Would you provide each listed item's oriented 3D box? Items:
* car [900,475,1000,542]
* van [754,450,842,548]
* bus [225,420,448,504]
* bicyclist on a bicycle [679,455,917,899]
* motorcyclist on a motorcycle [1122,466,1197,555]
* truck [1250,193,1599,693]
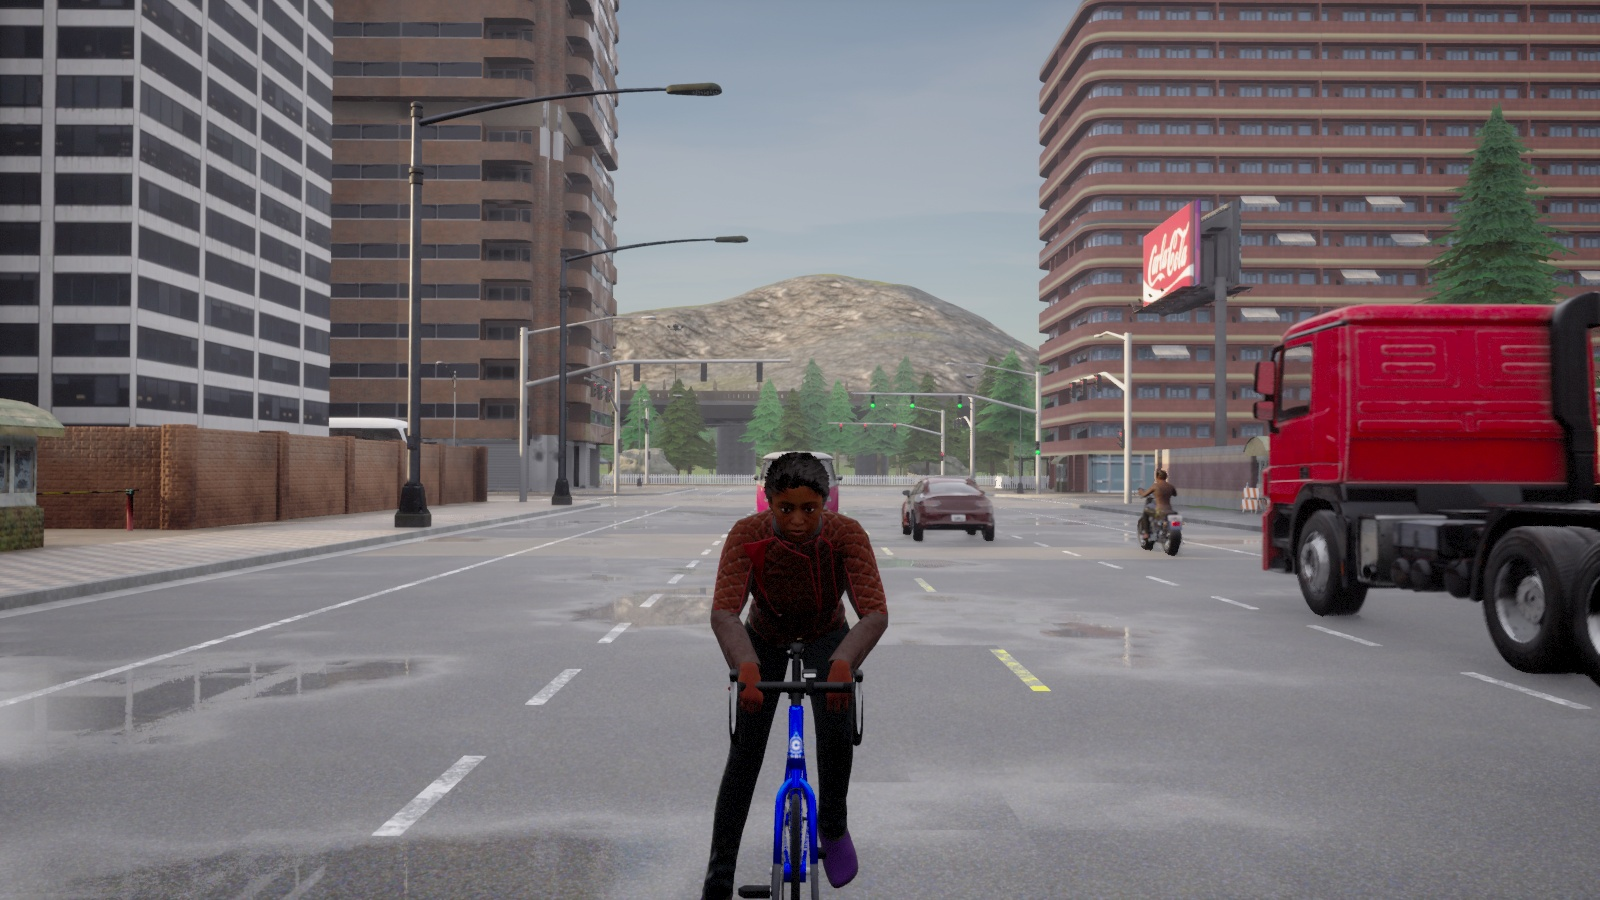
[{"bbox_3d":[3.460,1.325,29.764,1.812,1.442,4.674,0,-1,0],"label":"car"},{"bbox_3d":[-0.039,1.033,27.782,1.775,1.987,4.442,0,-1,0],"label":"van"},{"bbox_3d":[-24.145,0.639,65.914,10.273,4.253,3.944,0,-1,0],"label":"bus"},{"bbox_3d":[-0.005,0.833,3.919,0.582,1.620,1.656,0,-1,0],"label":"bicyclist on a bicycle"},{"bbox_3d":[6.967,1.147,24.443,0.766,1.649,2.350,0,-1,0],"label":"motorcyclist on a motorcycle"},{"bbox_3d":[6.981,-0.004,11.429,2.891,3.462,7.936,0,-1,0],"label":"truck"}]
